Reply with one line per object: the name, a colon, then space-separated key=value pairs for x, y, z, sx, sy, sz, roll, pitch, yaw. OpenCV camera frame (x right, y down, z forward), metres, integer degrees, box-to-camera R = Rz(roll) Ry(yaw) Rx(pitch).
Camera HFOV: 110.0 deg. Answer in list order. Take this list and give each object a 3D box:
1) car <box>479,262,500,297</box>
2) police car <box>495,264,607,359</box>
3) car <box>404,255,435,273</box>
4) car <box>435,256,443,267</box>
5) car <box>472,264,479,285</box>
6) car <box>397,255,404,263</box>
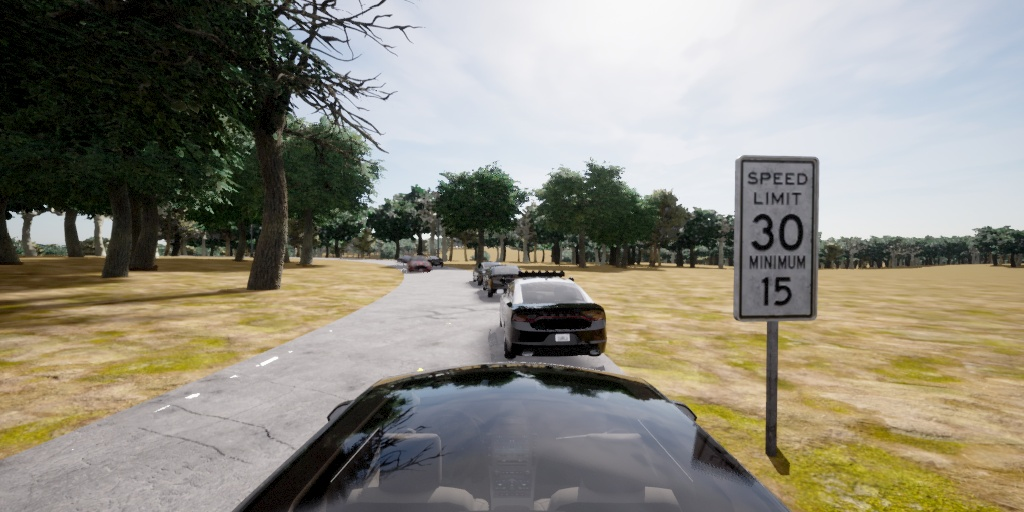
car: x=-0.458 y=1.174 z=18.655 sx=1.882 sy=1.535 sz=5.008 roll=0 pitch=1 yaw=-9
police car: x=0.682 y=1.167 z=8.615 sx=1.930 sy=1.638 sz=5.238 roll=0 pitch=0 yaw=-4
car: x=-9.646 y=0.784 z=37.064 sx=2.097 sy=1.767 sz=4.553 roll=0 pitch=1 yaw=-20
car: x=-10.550 y=0.702 z=47.797 sx=1.882 sy=1.535 sz=5.008 roll=0 pitch=1 yaw=-25
car: x=-1.596 y=1.142 z=24.680 sx=1.837 sy=1.490 sz=4.892 roll=0 pitch=1 yaw=-12
car: x=-18.386 y=0.513 z=61.891 sx=1.994 sy=1.385 sz=4.181 roll=-1 pitch=1 yaw=-35
